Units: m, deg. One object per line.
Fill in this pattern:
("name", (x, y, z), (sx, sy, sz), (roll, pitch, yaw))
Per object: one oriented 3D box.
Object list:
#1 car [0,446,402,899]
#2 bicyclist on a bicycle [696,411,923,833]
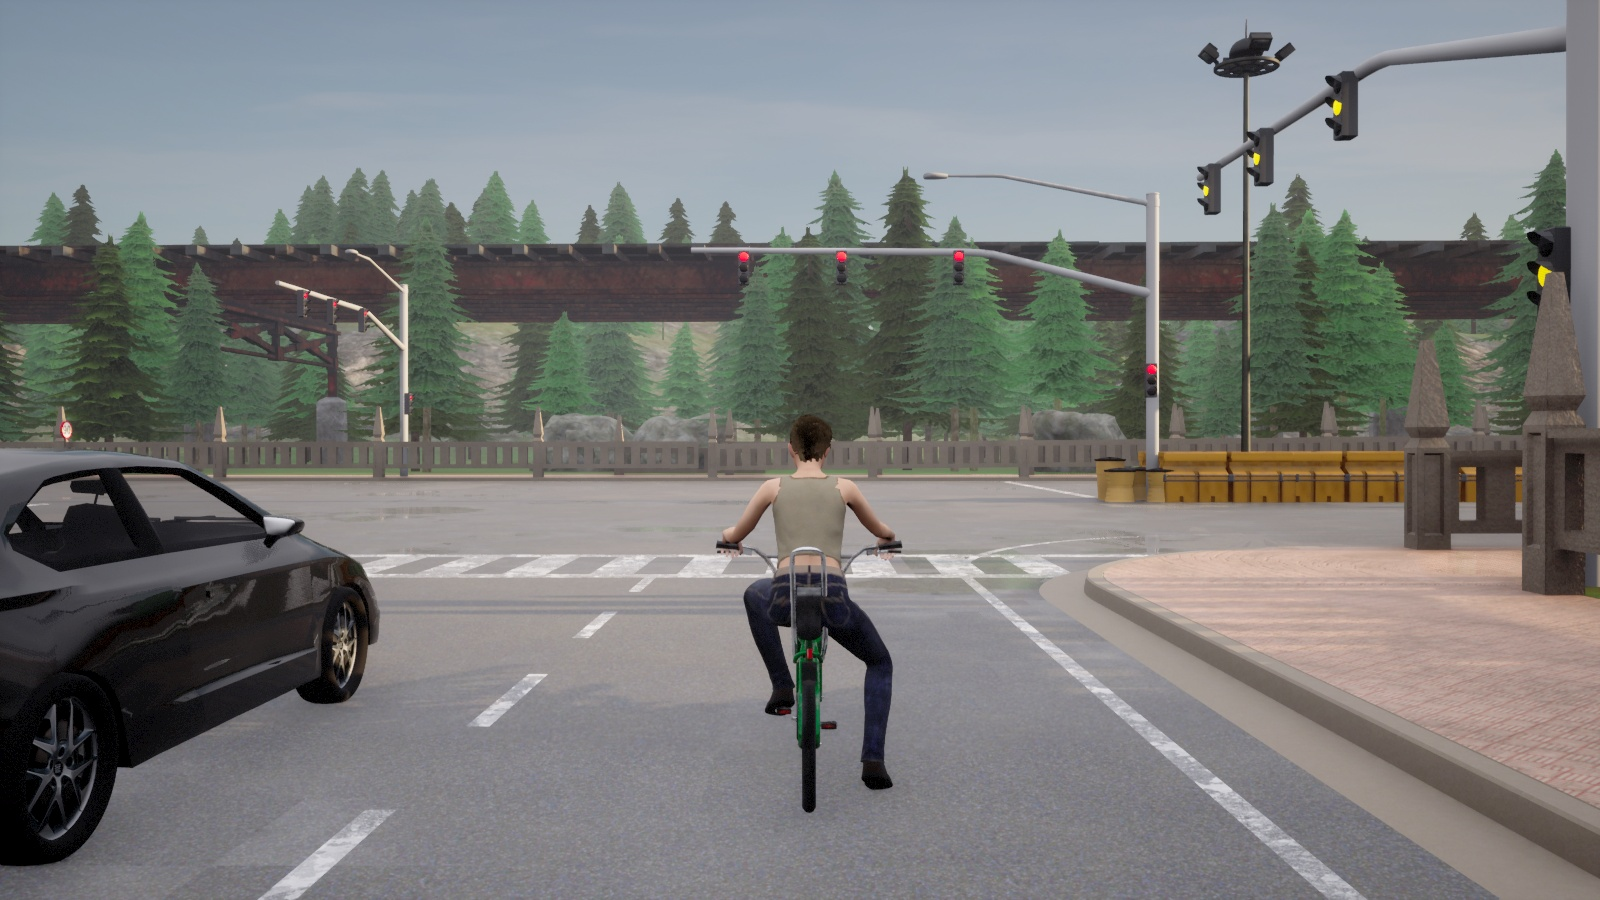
("car", (-3.453, 0.724, 5.914), (1.816, 1.474, 4.193), (0, 0, 0))
("bicyclist on a bicycle", (0.040, 0.652, 5.554), (0.866, 1.612, 1.509), (0, 0, 0))
